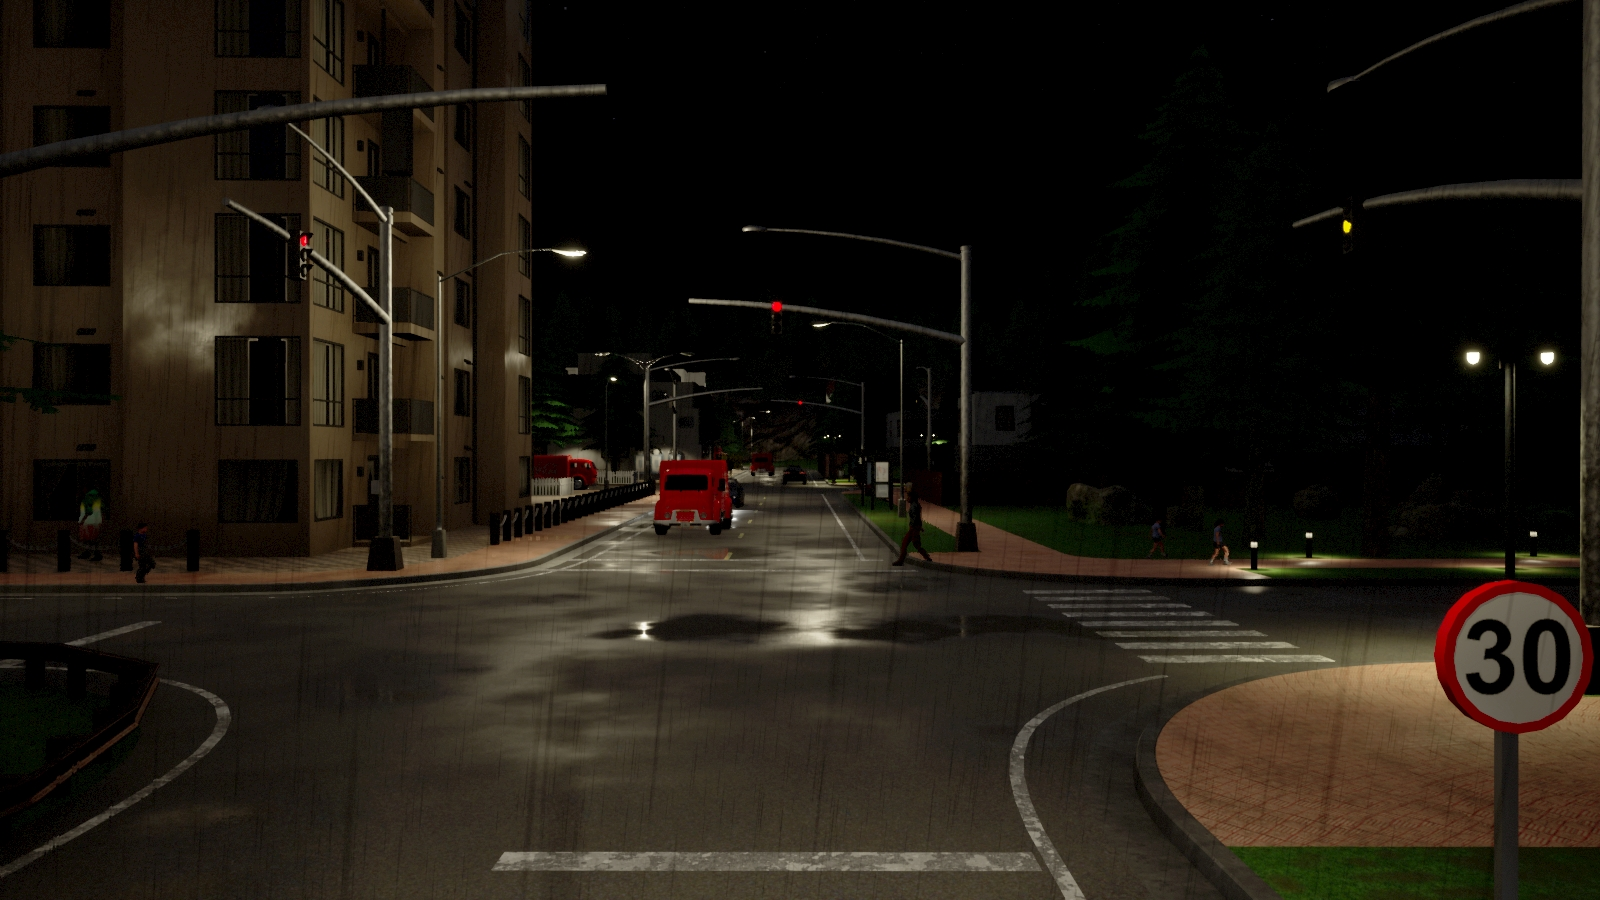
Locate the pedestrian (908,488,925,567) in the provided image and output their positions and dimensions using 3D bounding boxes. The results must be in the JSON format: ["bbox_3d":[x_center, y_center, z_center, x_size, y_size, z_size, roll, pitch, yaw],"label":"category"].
[{"bbox_3d":[2.762,1.829,27.189,0.375,1.860,0.375,0,0,2],"label":"pedestrian"}]

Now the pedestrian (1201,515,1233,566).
[{"bbox_3d":[9.426,2.044,25.858,0.500,1.100,0.500,0,0,-10],"label":"pedestrian"}]

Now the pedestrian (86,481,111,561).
[{"bbox_3d":[-16.651,1.677,27.125,0.375,1.860,0.375,0,0,-5],"label":"pedestrian"}]

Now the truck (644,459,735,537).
[{"bbox_3d":[-3.689,1.548,39.174,2.627,2.467,5.204,0,0,0],"label":"truck"}]

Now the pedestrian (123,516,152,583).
[{"bbox_3d":[-13.209,1.974,22.788,0.375,1.300,0.375,0,0,-2],"label":"pedestrian"}]

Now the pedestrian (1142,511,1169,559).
[{"bbox_3d":[8.557,2.044,27.507,0.500,1.100,0.500,0,0,0],"label":"pedestrian"}]
